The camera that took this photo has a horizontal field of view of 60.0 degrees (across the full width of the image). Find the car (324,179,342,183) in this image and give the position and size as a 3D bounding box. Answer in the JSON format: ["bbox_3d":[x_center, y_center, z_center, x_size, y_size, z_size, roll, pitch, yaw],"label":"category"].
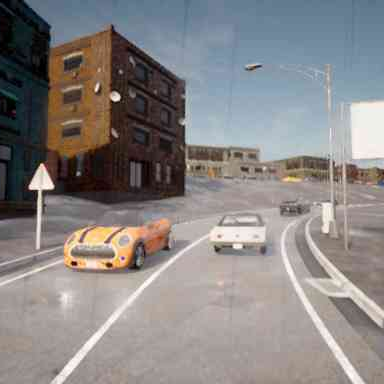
[{"bbox_3d":[33.143,-2.291,80.553,4.792,1.488,2.163,2,-4,-25],"label":"car"}]

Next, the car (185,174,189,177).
[{"bbox_3d":[-2.903,-3.298,66.254,4.553,1.767,2.185,1,-4,-20],"label":"car"}]

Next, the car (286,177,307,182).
[{"bbox_3d":[22.882,-2.627,75.949,5.008,1.535,2.097,2,-4,-22],"label":"car"}]

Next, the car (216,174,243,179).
[{"bbox_3d":[7.385,-2.996,69.970,4.892,1.521,2.231,1,-4,-20],"label":"car"}]

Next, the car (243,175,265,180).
[{"bbox_3d":[12.572,-2.894,71.856,4.892,1.521,2.231,1,-4,-20],"label":"car"}]

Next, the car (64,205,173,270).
[{"bbox_3d":[-2.154,1.291,10.881,2.097,1.767,4.553,-1,0,13],"label":"car"}]

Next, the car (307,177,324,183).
[{"bbox_3d":[27.946,-2.606,78.158,4.553,1.767,2.185,2,-4,-23],"label":"car"}]

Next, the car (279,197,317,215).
[{"bbox_3d":[9.274,1.225,29.751,2.128,1.511,4.902,-3,-1,32],"label":"car"}]

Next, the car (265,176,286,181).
[{"bbox_3d":[17.749,-2.727,73.845,4.674,1.452,2.002,1,-4,-21],"label":"car"}]

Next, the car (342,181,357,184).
[{"bbox_3d":[38.105,-2.119,82.964,4.674,1.452,2.002,2,-4,-26],"label":"car"}]

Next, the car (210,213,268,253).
[{"bbox_3d":[2.032,1.462,13.072,1.895,1.301,4.718,-1,0,14],"label":"car"}]

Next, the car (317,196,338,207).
[{"bbox_3d":[18.220,1.348,45.616,4.902,1.511,2.128,0,-3,-39],"label":"car"}]
